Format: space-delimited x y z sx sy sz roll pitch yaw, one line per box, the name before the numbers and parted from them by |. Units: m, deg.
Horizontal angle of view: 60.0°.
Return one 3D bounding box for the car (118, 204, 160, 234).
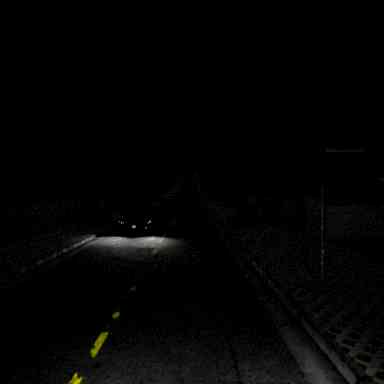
car | -2.859 1.447 18.762 1.837 1.490 4.892 0 0 0
